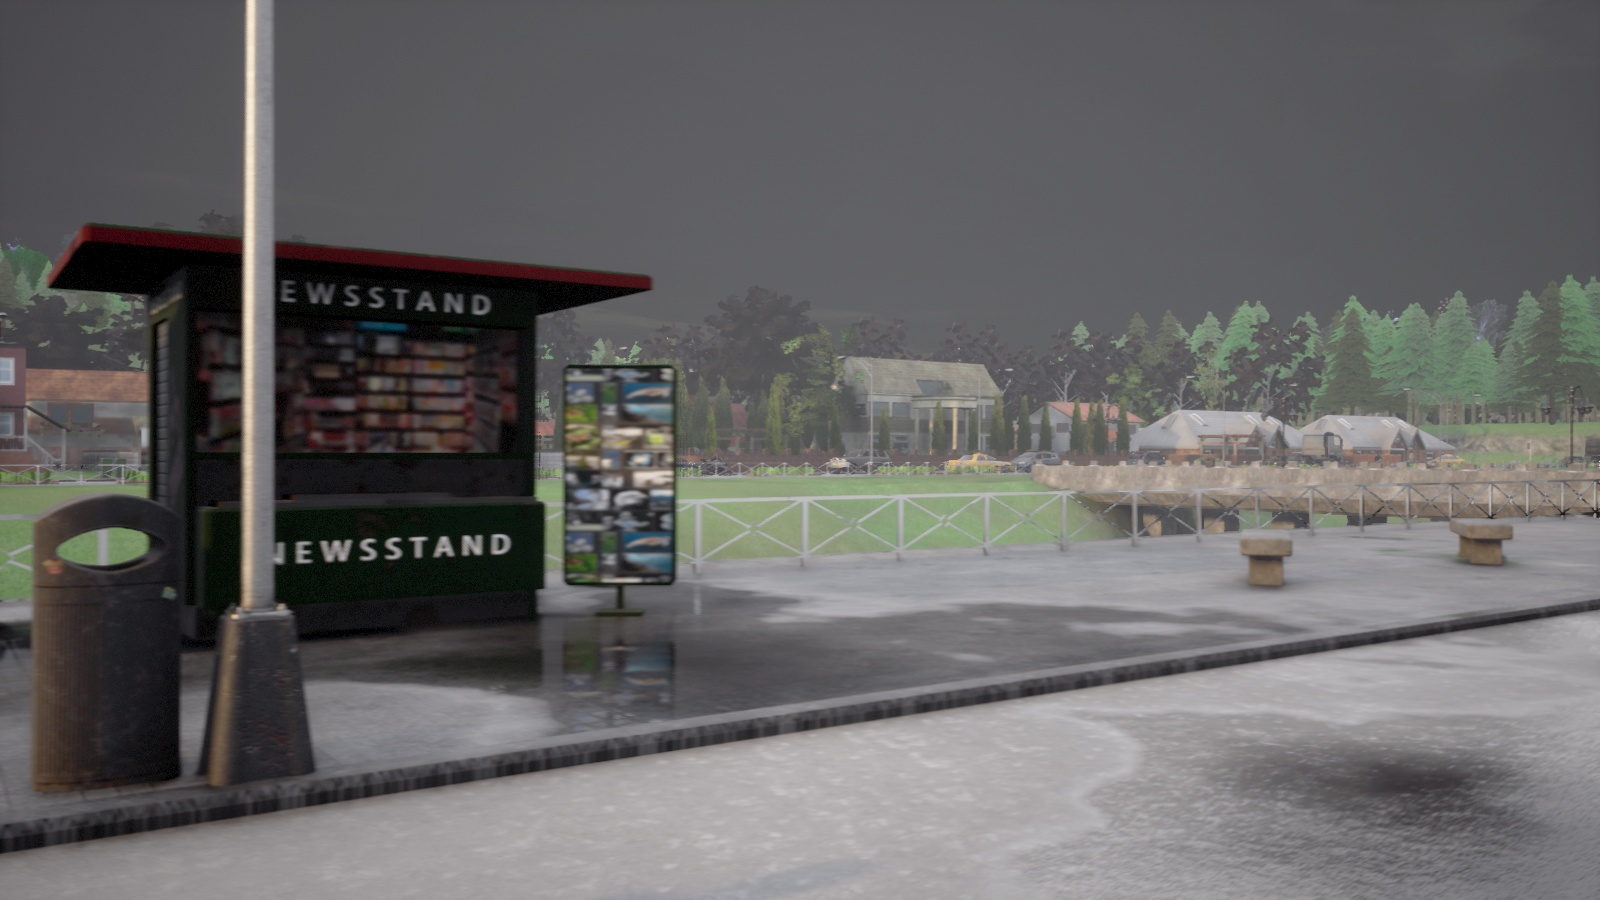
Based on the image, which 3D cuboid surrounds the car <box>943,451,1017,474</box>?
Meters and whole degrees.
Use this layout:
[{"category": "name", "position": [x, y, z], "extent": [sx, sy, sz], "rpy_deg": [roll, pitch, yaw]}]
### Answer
[{"category": "car", "position": [12.651, 0.873, 88.237], "extent": [5.366, 1.575, 1.801], "rpy_deg": [0, 0, -35]}]

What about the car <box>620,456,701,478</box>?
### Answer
[{"category": "car", "position": [-8.666, 1.055, 78.278], "extent": [4.718, 1.301, 1.895], "rpy_deg": [0, 0, -35]}]

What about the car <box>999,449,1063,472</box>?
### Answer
[{"category": "car", "position": [17.822, 0.788, 96.708], "extent": [4.611, 1.667, 2.242], "rpy_deg": [0, 0, -35]}]

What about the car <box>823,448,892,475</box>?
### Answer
[{"category": "car", "position": [4.010, 0.767, 87.099], "extent": [4.605, 1.855, 1.932], "rpy_deg": [0, 0, -35]}]

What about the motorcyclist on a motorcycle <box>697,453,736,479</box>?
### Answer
[{"category": "motorcyclist on a motorcycle", "position": [-5.054, 0.977, 75.918], "extent": [2.191, 1.530, 0.866], "rpy_deg": [0, 0, -35]}]
